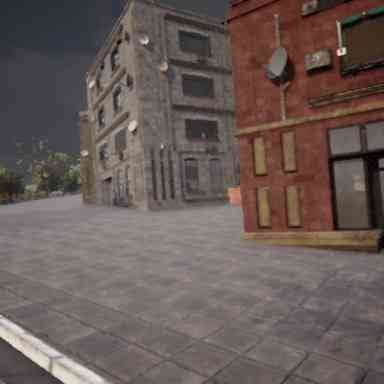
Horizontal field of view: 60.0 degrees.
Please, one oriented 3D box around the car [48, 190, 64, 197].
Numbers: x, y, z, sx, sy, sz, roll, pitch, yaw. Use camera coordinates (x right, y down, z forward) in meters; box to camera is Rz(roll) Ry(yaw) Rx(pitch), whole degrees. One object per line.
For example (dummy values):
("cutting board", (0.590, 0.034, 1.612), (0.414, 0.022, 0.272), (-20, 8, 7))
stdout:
("car", (-28.100, 0.418, 69.004), (1.837, 1.490, 4.892), (-4, 3, 2))
